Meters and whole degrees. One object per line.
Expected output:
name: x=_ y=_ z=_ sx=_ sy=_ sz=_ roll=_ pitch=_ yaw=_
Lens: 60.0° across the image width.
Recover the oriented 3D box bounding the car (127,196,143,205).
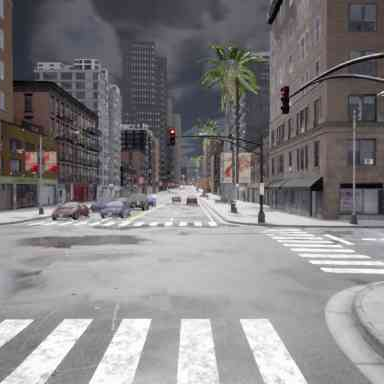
car: x=-9.922 y=1.446 z=58.444 sx=1.882 sy=1.535 sz=5.008 roll=0 pitch=0 yaw=0

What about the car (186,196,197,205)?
car: x=-0.011 y=1.444 z=59.649 sx=1.882 sy=1.535 sz=5.008 roll=0 pitch=0 yaw=0

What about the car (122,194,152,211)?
car: x=-6.671 y=1.211 z=41.050 sx=2.150 sy=2.045 sz=5.566 roll=0 pitch=0 yaw=0

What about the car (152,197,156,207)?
car: x=-6.683 y=1.456 z=51.672 sx=1.882 sy=1.535 sz=5.008 roll=0 pitch=0 yaw=0

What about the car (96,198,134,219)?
car: x=-6.657 y=1.519 z=29.304 sx=1.812 sy=1.442 sz=4.674 roll=0 pitch=0 yaw=0

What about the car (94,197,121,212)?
car: x=-9.916 y=1.342 z=37.903 sx=2.097 sy=1.767 sz=4.553 roll=0 pitch=0 yaw=0

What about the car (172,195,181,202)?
car: x=-3.299 y=1.440 z=70.931 sx=2.128 sy=1.511 sz=4.902 roll=0 pitch=0 yaw=0

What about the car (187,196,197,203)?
car: x=-0.060 y=1.502 z=71.401 sx=1.994 sy=1.385 sz=4.181 roll=0 pitch=0 yaw=0

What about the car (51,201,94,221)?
car: x=-9.900 y=1.519 z=27.442 sx=1.812 sy=1.442 sz=4.674 roll=0 pitch=0 yaw=0
